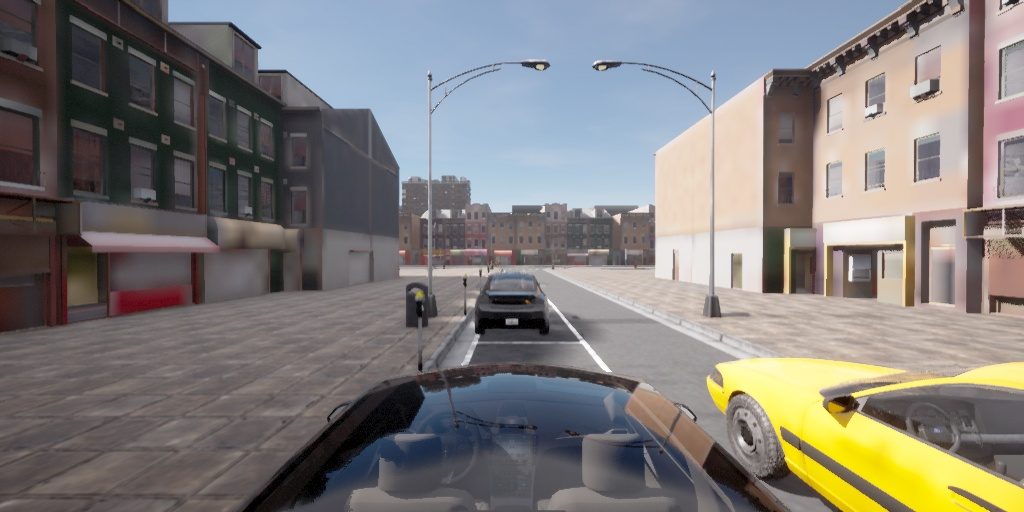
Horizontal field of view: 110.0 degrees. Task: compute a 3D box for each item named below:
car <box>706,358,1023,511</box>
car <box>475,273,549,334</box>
[{"bbox_3d":[3.020,1.200,1.690,1.801,1.575,5.366,0,0,0],"label":"car"},{"bbox_3d":[0.000,1.241,10.501,1.837,1.490,4.892,0,0,0],"label":"car"}]
